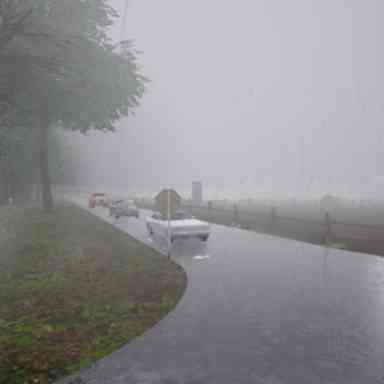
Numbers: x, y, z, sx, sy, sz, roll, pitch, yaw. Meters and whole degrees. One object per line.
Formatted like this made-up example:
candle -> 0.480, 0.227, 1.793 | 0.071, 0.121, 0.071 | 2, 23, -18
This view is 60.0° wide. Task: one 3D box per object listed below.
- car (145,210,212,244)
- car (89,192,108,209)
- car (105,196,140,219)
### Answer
car -> -0.810, 1.555, 16.036 | 1.895, 1.301, 4.718 | 0, 1, -23
car -> -11.795, 1.013, 42.200 | 2.150, 2.045, 5.566 | 0, 0, -22
car -> -5.707, 1.370, 27.673 | 1.837, 1.490, 4.892 | 0, 1, -23
